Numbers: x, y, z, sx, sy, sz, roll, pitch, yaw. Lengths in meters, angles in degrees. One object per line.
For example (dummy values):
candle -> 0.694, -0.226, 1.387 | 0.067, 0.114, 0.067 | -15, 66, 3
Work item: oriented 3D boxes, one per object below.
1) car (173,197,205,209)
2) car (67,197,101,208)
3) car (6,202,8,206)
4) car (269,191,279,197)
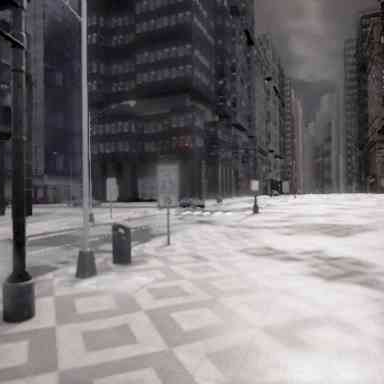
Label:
car -> -0.527, 1.282, 38.963 | 4.181, 1.385, 1.994 | -1, -1, 39
car -> -14.669, 1.453, 45.230 | 4.902, 1.511, 2.128 | -1, -1, 22
car -> -31.130, 1.826, 51.861 | 4.718, 1.301, 1.895 | -1, -1, 22
car -> 19.714, 0.487, 79.951 | 1.882, 1.535, 5.008 | -1, 0, 22
